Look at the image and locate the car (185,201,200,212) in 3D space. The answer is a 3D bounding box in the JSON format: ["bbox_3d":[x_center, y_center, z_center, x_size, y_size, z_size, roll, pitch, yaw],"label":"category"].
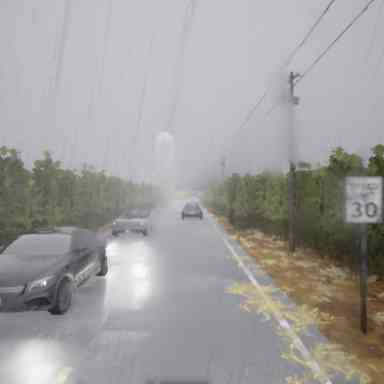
[{"bbox_3d":[0.051,1.907,44.804,1.895,1.301,4.718,0,0,1],"label":"car"}]

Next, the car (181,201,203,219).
[{"bbox_3d":[0.015,1.778,31.272,1.994,1.385,4.181,0,0,0],"label":"car"}]

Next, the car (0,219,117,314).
[{"bbox_3d":[-3.291,1.580,7.838,1.812,1.442,4.674,0,-1,0],"label":"car"}]

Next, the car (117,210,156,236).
[{"bbox_3d":[-3.290,1.734,19.300,1.895,1.301,4.718,0,0,0],"label":"car"}]
